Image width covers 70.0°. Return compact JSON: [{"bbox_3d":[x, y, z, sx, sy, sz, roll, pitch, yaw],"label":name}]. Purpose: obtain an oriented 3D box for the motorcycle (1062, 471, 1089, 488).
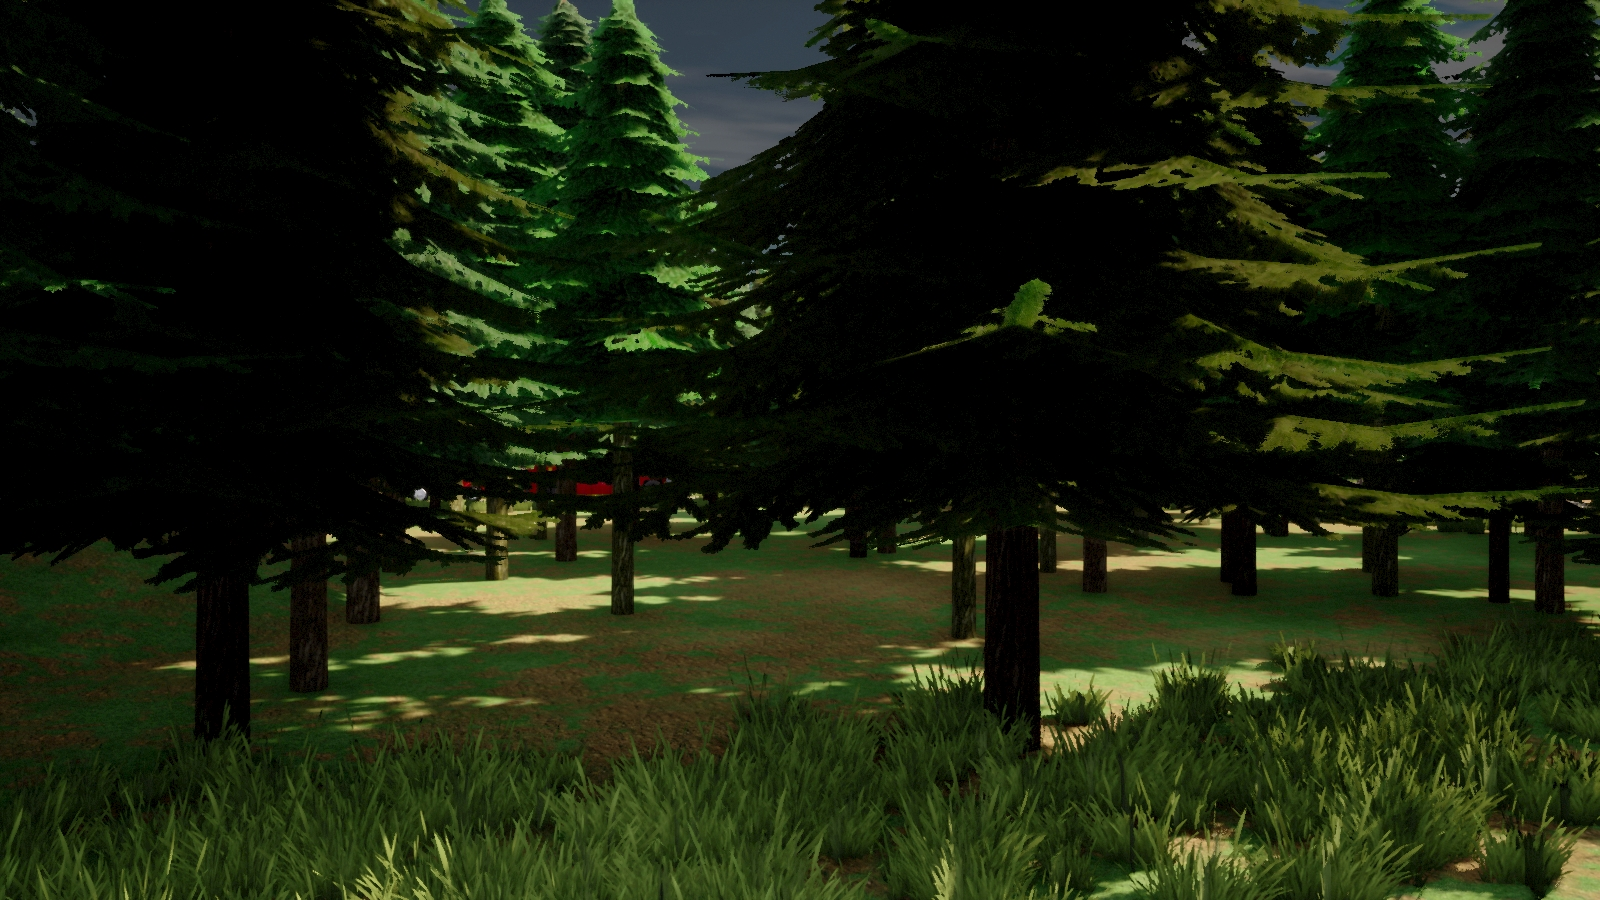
[{"bbox_3d":[20.899,2.208,86.795,0.867,1.251,2.209,0,0,-21],"label":"motorcycle"}]
